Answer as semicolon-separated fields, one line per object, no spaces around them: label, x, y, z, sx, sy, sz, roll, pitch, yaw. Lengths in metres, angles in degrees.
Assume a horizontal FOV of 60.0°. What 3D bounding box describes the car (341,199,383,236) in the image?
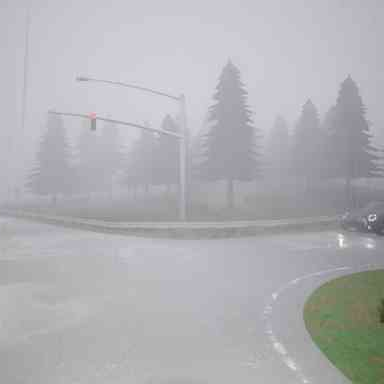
car;9.947;1.138;17.042;4.553;1.767;2.097;-2;1;-21

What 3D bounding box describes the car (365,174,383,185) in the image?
car;28.020;-2.127;51.214;2.150;2.045;5.566;0;5;25
